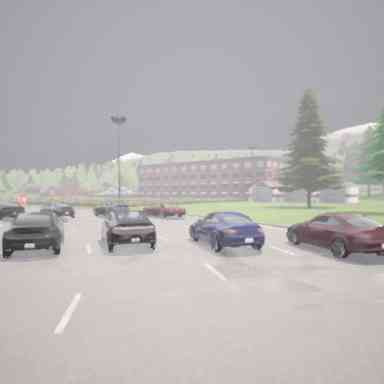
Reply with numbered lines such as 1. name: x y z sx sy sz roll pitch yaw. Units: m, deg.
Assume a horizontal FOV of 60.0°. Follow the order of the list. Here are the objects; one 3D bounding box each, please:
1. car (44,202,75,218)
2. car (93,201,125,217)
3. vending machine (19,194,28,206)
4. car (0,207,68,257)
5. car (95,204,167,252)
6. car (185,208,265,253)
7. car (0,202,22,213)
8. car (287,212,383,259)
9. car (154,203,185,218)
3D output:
1. car: -12.010 1.603 29.649 1.812 1.442 4.674 0 0 -42
2. car: -7.273 1.533 29.838 2.128 1.511 4.902 0 0 -38
3. vending machine: -29.839 1.395 58.788 0.880 2.100 1.100 0 0 38
4. car: -6.140 1.544 13.267 1.837 1.490 4.892 0 0 -19
5. car: -2.806 1.506 14.224 2.128 1.511 4.902 0 0 -19
6. car: 1.323 1.509 13.712 1.812 1.442 4.674 0 0 -17
7. car: -16.292 1.588 29.054 5.008 1.535 1.882 0 0 45
8. car: 5.353 1.479 12.335 1.812 1.442 4.674 0 0 -14
9. car: -2.519 1.606 29.397 1.895 1.301 4.718 0 0 -35
